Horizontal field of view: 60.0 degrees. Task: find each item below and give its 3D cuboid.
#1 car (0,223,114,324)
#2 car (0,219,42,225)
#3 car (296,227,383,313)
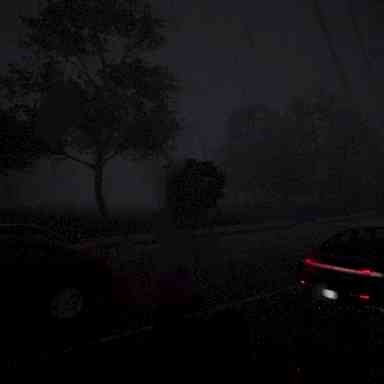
[{"bbox_3d":[-3.853,1.489,5.630,5.008,1.535,1.882,0,0,-36],"label":"car"},{"bbox_3d":[-5.405,1.508,8.825,4.902,1.511,2.128,0,0,-36],"label":"car"},{"bbox_3d":[4.234,1.503,7.082,4.902,1.511,2.128,0,0,-38],"label":"car"}]
